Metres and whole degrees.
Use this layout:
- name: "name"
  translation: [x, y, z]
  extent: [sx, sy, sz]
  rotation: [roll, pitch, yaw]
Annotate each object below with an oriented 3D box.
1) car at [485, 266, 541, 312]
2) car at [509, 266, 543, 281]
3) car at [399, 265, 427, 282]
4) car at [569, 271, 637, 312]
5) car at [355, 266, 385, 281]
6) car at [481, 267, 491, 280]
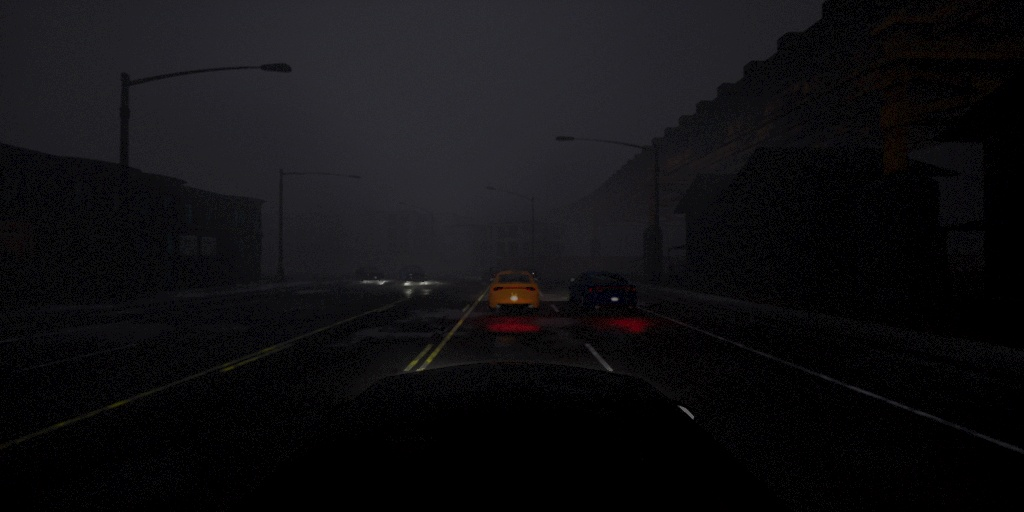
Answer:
- name: "car"
  translation: [0.090, 1.374, 15.166]
  extent: [1.882, 1.535, 5.008]
  rotation: [0, -1, 0]
- name: "car"
  translation: [1.300, 1.685, 35.722]
  extent: [1.994, 1.385, 4.181]
  rotation: [0, -1, -18]
- name: "car"
  translation: [-9.529, 1.583, 34.405]
  extent: [1.882, 1.535, 5.008]
  rotation: [1, -1, -27]
- name: "car"
  translation: [3.589, 1.372, 14.974]
  extent: [1.882, 1.535, 5.008]
  rotation: [0, 0, 0]
- name: "car"
  translation: [-14.405, 1.671, 36.067]
  extent: [2.033, 1.411, 5.357]
  rotation: [1, -1, -35]
- name: "car"
  translation: [-1.584, 1.700, 33.756]
  extent: [1.895, 1.301, 4.718]
  rotation: [0, -1, -17]
